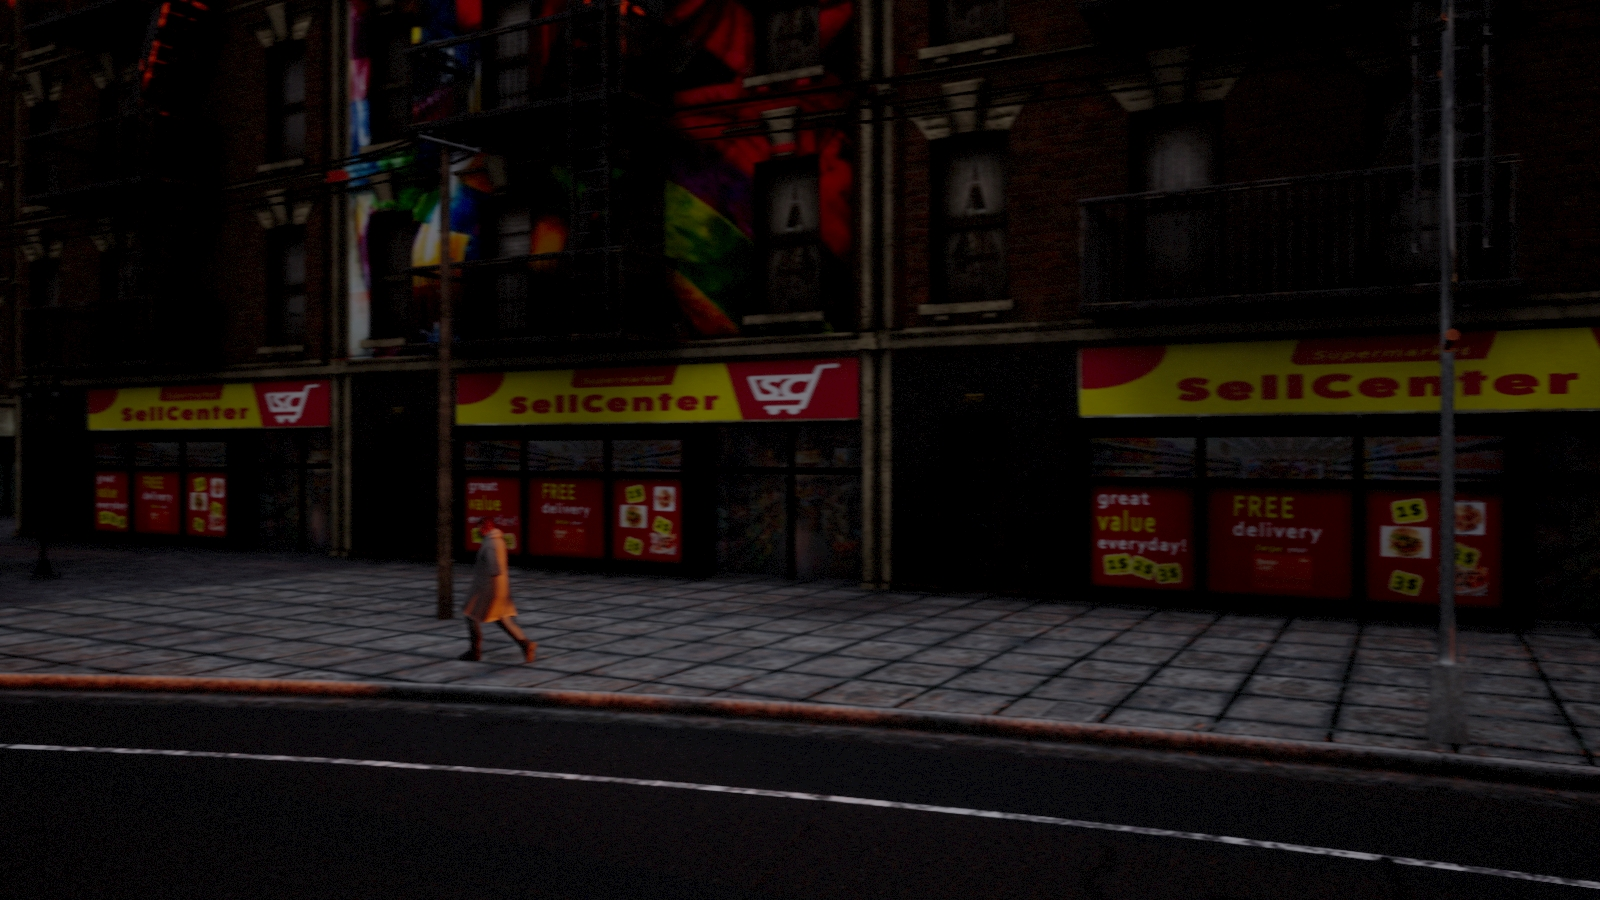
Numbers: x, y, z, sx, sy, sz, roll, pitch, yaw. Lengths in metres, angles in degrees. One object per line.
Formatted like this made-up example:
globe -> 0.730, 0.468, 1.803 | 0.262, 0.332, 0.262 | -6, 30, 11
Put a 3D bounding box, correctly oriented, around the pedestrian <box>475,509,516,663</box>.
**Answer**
pedestrian -> -3.788, 1.681, 14.230 | 0.375, 1.860, 0.375 | 0, 0, 6
